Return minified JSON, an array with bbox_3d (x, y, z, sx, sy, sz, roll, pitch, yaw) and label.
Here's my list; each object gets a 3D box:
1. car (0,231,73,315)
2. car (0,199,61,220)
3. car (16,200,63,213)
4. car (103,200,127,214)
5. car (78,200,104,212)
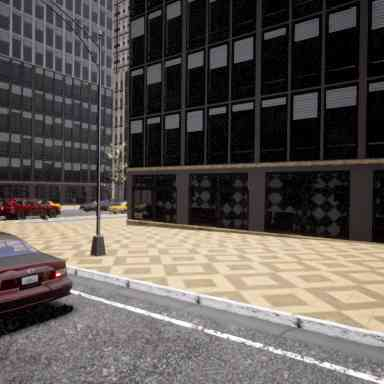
[{"bbox_3d":[-4.819,1.544,7.137,5.357,1.411,2.033,0,0,35],"label":"car"},{"bbox_3d":[-14.424,1.519,29.816,2.192,1.841,5.009,1,0,37],"label":"car"},{"bbox_3d":[-17.898,1.643,39.199,1.752,1.417,4.829,1,0,37],"label":"car"},{"bbox_3d":[-7.603,1.830,39.010,1.752,1.417,4.829,1,0,37],"label":"car"},{"bbox_3d":[-11.876,1.763,42.957,2.033,1.411,5.357,1,0,37],"label":"car"}]
